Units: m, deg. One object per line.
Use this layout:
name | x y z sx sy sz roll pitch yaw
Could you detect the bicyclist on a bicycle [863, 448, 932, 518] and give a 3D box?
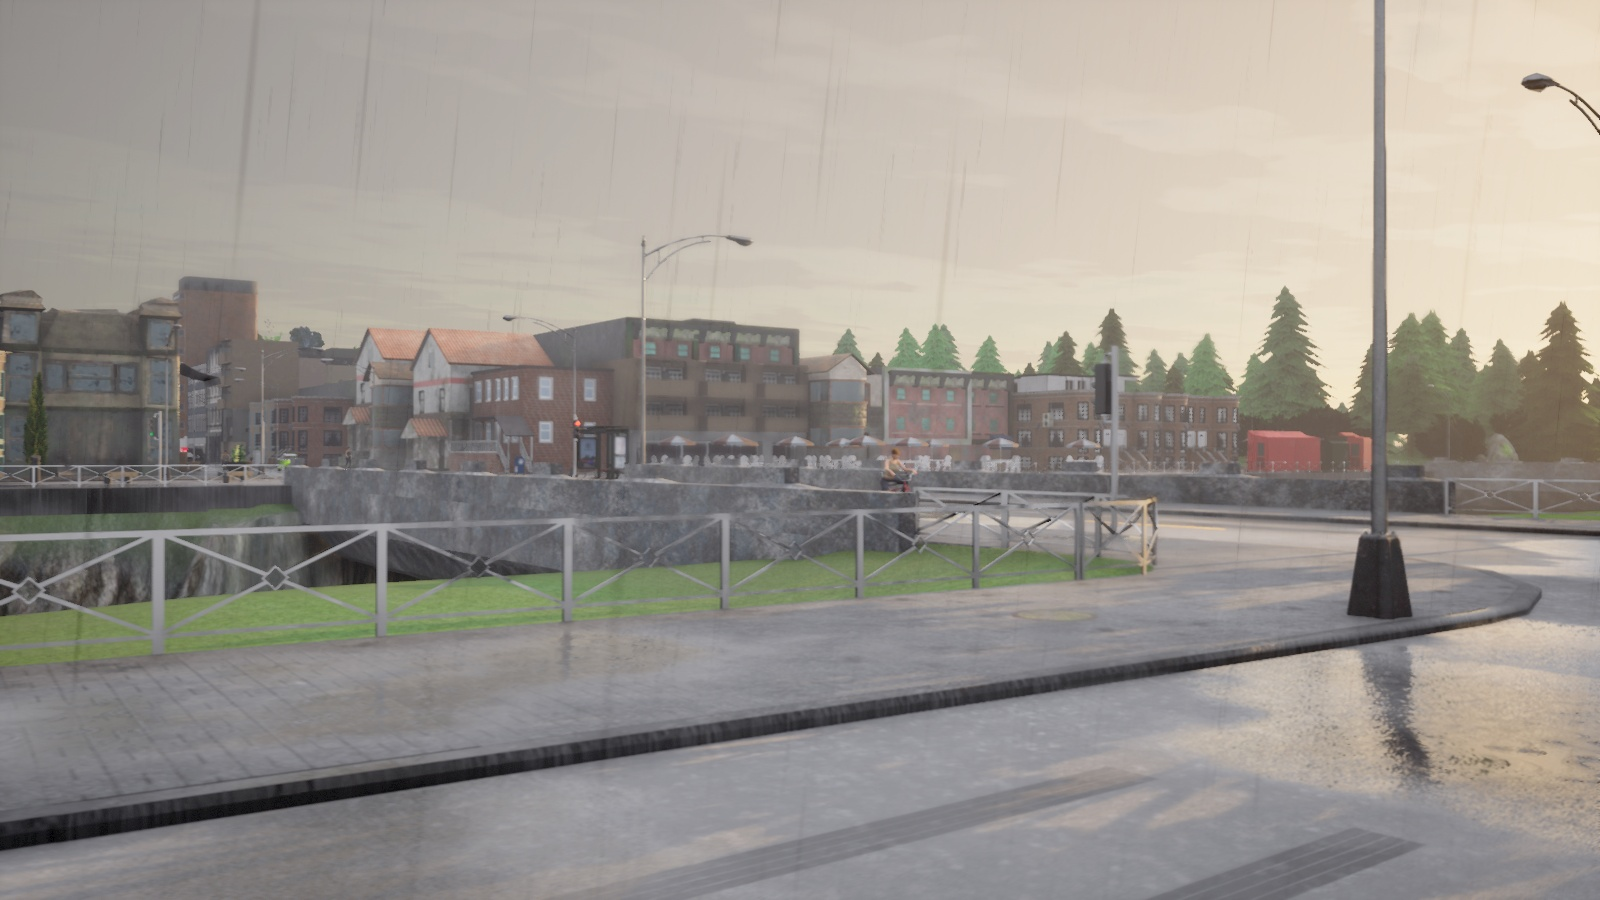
bicyclist on a bicycle | 2.313 0.758 29.925 0.866 1.612 1.509 0 0 -34
